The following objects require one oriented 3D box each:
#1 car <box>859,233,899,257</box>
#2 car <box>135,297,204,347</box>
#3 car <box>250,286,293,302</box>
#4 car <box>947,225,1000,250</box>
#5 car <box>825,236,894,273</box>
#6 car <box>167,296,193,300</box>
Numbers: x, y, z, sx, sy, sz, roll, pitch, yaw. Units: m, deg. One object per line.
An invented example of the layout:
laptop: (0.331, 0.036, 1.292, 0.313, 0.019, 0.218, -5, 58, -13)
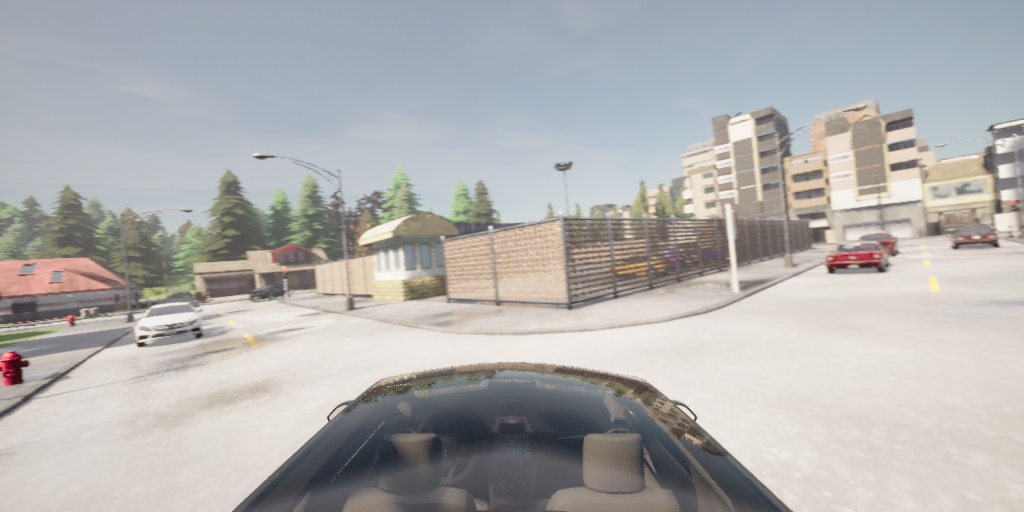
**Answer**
car: (23.947, -0.773, 23.600, 5.008, 1.535, 1.882, -5, -1, -41)
car: (-14.109, 2.688, 14.884, 1.812, 1.442, 4.674, -5, -1, -42)
car: (-25.768, 3.955, 38.511, 1.837, 1.490, 4.892, -8, 0, 1)
car: (29.664, -1.232, 23.086, 5.357, 1.411, 2.033, -5, -1, -40)
car: (16.084, 0.009, 16.676, 4.718, 1.301, 1.895, -5, -1, -41)
car: (-20.855, 3.344, 22.624, 2.128, 1.511, 4.902, -5, -1, -41)
